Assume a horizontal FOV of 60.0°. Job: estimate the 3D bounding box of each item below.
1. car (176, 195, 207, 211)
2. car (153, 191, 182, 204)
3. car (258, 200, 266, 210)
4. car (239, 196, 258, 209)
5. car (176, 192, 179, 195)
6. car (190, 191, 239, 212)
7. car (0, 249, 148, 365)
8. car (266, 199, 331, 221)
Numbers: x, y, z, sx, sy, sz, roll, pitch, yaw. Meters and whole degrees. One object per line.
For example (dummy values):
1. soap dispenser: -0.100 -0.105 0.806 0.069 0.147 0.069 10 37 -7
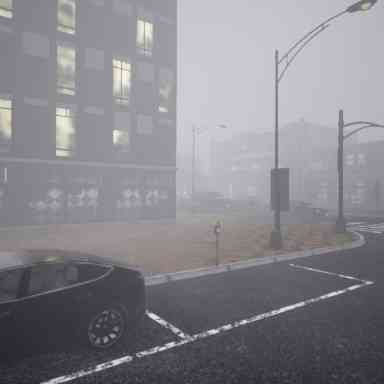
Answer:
1. car: -0.785 1.231 33.721 1.802 1.307 4.206 1 0 -36
2. car: -3.893 0.793 52.088 2.192 1.841 5.009 1 0 -36
3. car: 9.252 1.340 34.222 1.802 1.307 4.206 1 0 -36
4. car: 5.966 1.130 38.690 1.967 1.590 4.097 1 0 -36
5. car: -0.611 1.101 47.622 2.008 1.369 4.403 1 0 -36
6. car: 1.845 0.894 34.509 2.150 2.045 5.566 0 1 -36
7. car: -2.707 1.566 4.623 4.313 1.339 1.947 0 0 -36
8. car: 8.328 1.334 25.638 1.812 1.442 4.674 0 0 -35
